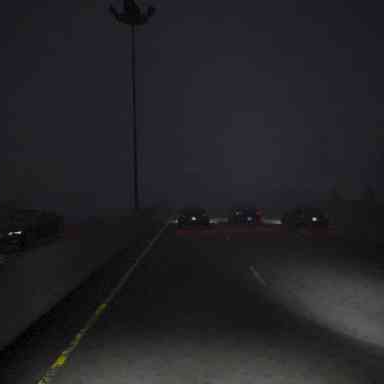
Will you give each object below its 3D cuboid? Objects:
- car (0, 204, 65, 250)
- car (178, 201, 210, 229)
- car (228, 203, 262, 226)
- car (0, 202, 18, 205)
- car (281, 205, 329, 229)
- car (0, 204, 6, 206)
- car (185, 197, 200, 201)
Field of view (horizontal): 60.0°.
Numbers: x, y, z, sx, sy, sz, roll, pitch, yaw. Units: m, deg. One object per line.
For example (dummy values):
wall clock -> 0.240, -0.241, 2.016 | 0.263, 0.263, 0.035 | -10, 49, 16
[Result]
car -> -7.077, 1.483, 14.279 | 2.128, 1.511, 4.902 | 0, 0, 0
car -> 0.109, 1.547, 21.585 | 1.994, 1.385, 4.181 | 0, 0, 0
car -> 3.609, 1.507, 23.179 | 1.812, 1.442, 4.674 | 0, 0, 0
car -> -14.057, 1.475, 24.392 | 2.128, 1.511, 4.902 | 0, 0, 0
car -> 7.109, 1.546, 21.299 | 1.994, 1.385, 4.181 | 0, 0, 0
car -> -10.578, 1.483, 14.300 | 2.128, 1.511, 4.902 | 0, 0, 0
car -> 0.118, 1.451, 44.931 | 2.163, 1.488, 4.792 | 0, 0, 0
